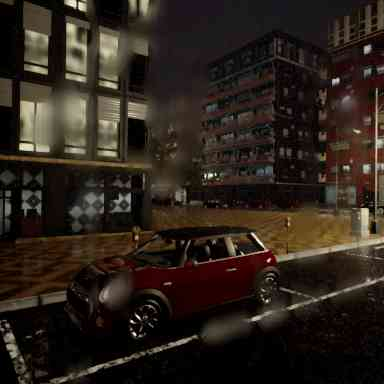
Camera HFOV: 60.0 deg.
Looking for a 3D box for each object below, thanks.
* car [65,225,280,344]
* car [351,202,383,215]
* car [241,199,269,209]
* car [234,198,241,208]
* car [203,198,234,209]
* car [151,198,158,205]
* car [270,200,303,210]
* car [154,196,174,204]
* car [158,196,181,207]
[{"bbox_3d":[-0.237,1.441,6.372,4.097,1.590,1.967,0,1,-35],"label":"car"},{"bbox_3d":[19.901,1.730,36.710,1.947,1.339,4.313,1,-1,-35],"label":"car"},{"bbox_3d":[10.093,1.800,50.610,1.887,1.381,4.507,1,-1,-35],"label":"car"},{"bbox_3d":[6.824,1.725,55.244,1.967,1.590,4.097,1,-1,-35],"label":"car"},{"bbox_3d":[3.243,1.677,45.783,2.008,1.369,4.403,1,-1,-35],"label":"car"},{"bbox_3d":[-6.565,1.763,59.683,1.887,1.381,4.507,1,-1,-35],"label":"car"},{"bbox_3d":[13.362,1.806,45.976,1.802,1.307,4.206,1,-1,-35],"label":"car"},{"bbox_3d":[-6.253,1.724,73.779,2.192,1.841,5.009,1,-1,-35],"label":"car"},{"bbox_3d":[-3.296,1.733,55.050,1.887,1.381,4.507,1,-1,-35],"label":"car"}]
